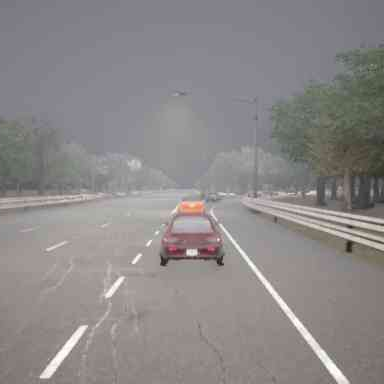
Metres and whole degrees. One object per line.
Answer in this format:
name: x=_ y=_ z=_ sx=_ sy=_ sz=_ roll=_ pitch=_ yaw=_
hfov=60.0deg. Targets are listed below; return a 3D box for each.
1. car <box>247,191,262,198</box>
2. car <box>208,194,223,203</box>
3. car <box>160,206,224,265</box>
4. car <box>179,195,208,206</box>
car: x=14.076 y=0.466 z=74.499 sx=2.097 sy=1.767 sz=4.553 roll=0 pitch=1 yaw=35
car: x=3.532 y=0.998 z=51.753 sx=1.895 sy=1.301 sz=4.718 roll=0 pitch=1 yaw=17
car: x=-0.004 y=1.396 z=11.039 sx=1.812 sy=1.442 sz=4.674 roll=0 pitch=1 yaw=0
car: x=0.027 y=1.034 z=27.244 sx=2.097 sy=1.767 sz=4.553 roll=0 pitch=1 yaw=1
